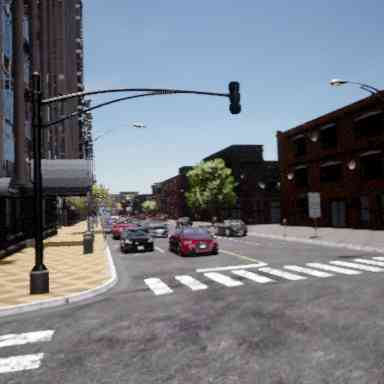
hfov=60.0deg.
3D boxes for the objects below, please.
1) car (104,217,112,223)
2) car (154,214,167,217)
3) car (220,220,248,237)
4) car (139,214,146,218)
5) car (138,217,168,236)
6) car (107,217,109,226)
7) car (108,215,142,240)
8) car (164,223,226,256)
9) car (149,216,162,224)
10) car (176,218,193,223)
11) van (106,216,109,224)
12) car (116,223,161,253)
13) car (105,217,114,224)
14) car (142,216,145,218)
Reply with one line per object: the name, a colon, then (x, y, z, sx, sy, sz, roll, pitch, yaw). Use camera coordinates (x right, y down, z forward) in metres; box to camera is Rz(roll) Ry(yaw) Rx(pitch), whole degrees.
car: (-22.696, 7.427, 89.916, 1.752, 1.417, 4.829, -2, -3, -16)
car: (-5.749, 4.918, 60.438, 2.192, 1.841, 5.009, -2, -3, -16)
car: (3.326, 3.048, 28.549, 2.008, 1.369, 4.403, -2, -3, -16)
car: (-13.197, 6.669, 87.032, 2.192, 1.841, 5.009, -2, -3, -16)
car: (-3.372, 3.374, 30.563, 2.128, 1.511, 4.902, -1, -3, -16)
car: (-9.155, 4.155, 41.510, 1.967, 1.590, 4.097, -2, -3, -16)
car: (-6.270, 3.332, 30.853, 2.192, 1.841, 5.009, -2, -3, -16)
car: (0.011, 2.649, 18.468, 1.994, 1.385, 4.181, -1, -3, -16)
car: (-7.272, 5.489, 65.910, 1.752, 1.417, 4.829, -2, -3, -16)
car: (-1.058, 4.056, 43.766, 2.008, 1.369, 4.403, -2, -3, -16)
van: (-12.324, 4.803, 52.855, 1.690, 1.788, 3.998, -2, -3, -16)
car: (-3.499, 2.927, 20.895, 1.947, 1.339, 4.313, -2, -3, -16)
car: (-19.761, 6.756, 79.440, 1.887, 1.381, 4.507, -2, -3, -16)
car: (-8.724, 4.722, 49.967, 1.994, 1.385, 4.181, -2, -3, -15)
